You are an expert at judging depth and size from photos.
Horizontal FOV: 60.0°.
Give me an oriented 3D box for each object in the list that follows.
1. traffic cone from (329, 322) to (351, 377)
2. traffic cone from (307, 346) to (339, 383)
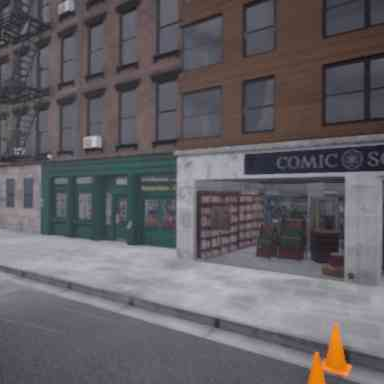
[{"bbox_3d":[1.889,2.020,4.381,0.340,0.580,0.340,0,-1,34],"label":"traffic cone"},{"bbox_3d":[1.330,2.007,3.554,0.340,0.580,0.340,0,-1,34],"label":"traffic cone"}]
